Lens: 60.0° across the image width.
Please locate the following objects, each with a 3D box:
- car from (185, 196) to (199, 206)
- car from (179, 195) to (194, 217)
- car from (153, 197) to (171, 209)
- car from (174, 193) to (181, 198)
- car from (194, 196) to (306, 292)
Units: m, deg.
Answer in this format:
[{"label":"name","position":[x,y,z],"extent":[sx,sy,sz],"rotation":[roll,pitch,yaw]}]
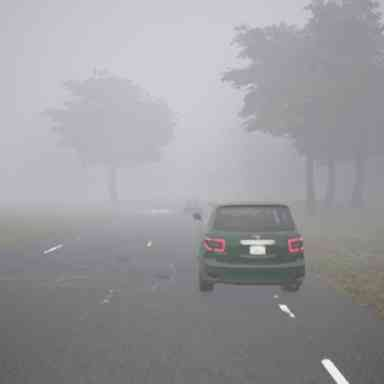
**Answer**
[{"label":"car","position":[0.029,1.232,47.700],"extent":[1.895,1.301,4.718],"rotation":[0,0,0]},{"label":"car","position":[0.057,1.298,33.197],"extent":[2.033,1.411,5.357],"rotation":[0,0,0]},{"label":"car","position":[-3.589,1.295,40.100],"extent":[1.895,1.301,4.718],"rotation":[0,0,0]},{"label":"car","position":[-3.493,0.894,83.863],"extent":[2.033,1.411,5.357],"rotation":[0,1,0]},{"label":"car","position":[1.226,1.160,8.887],"extent":[2.150,2.045,5.566],"rotation":[0,0,0]}]
